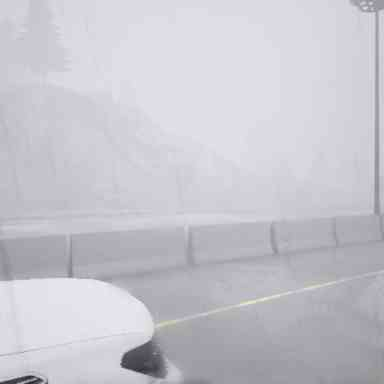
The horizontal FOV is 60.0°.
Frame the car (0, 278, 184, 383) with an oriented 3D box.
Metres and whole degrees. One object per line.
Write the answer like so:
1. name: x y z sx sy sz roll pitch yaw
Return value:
1. car: -2.716 1.223 1.752 5.566 2.045 2.150 0 0 -36
